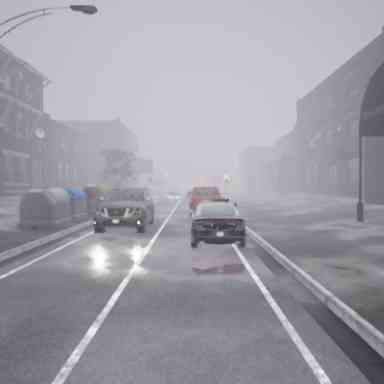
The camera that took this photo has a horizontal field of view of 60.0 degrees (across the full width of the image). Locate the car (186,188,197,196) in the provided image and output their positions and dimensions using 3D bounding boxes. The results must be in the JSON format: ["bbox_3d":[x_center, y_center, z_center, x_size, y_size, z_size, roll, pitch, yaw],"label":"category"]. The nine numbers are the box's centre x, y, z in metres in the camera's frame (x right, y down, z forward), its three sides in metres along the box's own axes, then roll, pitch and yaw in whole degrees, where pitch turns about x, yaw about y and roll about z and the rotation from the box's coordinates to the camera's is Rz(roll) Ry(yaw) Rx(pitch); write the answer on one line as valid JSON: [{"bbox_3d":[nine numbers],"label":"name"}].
[{"bbox_3d":[-0.033,-0.084,61.419,1.994,1.385,4.181,0,2,0],"label":"car"}]

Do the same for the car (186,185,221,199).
[{"bbox_3d":[0.887,0.590,23.014,2.150,2.045,5.566,0,1,0],"label":"car"}]

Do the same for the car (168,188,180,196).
[{"bbox_3d":[-3.084,0.005,58.294,1.994,1.385,4.181,0,2,1],"label":"car"}]

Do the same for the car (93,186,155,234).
[{"bbox_3d":[-3.109,0.762,16.298,2.150,2.045,5.566,0,1,0],"label":"car"}]

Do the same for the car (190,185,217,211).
[{"bbox_3d":[0.884,0.439,29.013,2.150,2.045,5.566,0,1,0],"label":"car"}]

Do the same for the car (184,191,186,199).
[{"bbox_3d":[-0.005,0.245,48.230,1.812,1.442,4.674,0,2,1],"label":"car"}]

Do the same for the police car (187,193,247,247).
[{"bbox_3d":[0.892,1.051,13.099,1.930,1.638,5.238,0,2,0],"label":"police car"}]
